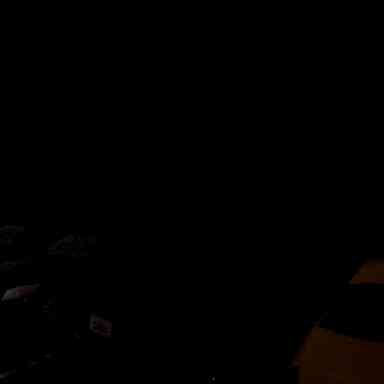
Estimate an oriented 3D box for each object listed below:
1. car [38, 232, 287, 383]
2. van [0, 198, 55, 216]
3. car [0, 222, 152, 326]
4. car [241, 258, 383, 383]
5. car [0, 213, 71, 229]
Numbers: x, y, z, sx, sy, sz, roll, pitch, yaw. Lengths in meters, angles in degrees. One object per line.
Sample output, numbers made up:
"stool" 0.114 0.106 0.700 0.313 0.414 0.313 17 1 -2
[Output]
"car" 0.357 1.508 5.534 2.163 1.488 4.792 0 0 35
"van" -6.556 1.205 10.254 1.878 1.987 4.442 0 1 35
"car" -2.032 1.506 7.199 2.002 1.452 4.674 0 0 35
"car" 2.724 1.477 4.045 1.946 1.575 5.366 0 0 35
"car" -4.303 1.487 8.812 2.002 1.452 4.674 0 0 35
